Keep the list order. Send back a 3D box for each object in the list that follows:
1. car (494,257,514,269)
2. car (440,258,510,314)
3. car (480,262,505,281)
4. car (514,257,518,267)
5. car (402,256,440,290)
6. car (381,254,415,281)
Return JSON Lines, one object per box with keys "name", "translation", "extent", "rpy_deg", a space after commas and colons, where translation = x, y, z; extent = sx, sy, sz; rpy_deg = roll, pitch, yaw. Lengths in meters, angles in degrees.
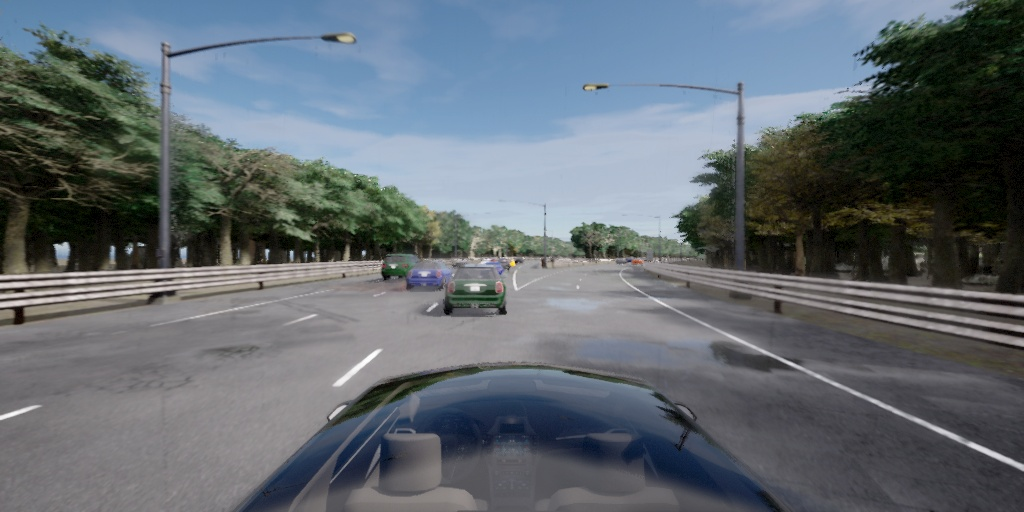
{"name": "car", "translation": [-1.178, 1.197, 47.491], "extent": [2.128, 1.511, 4.902], "rpy_deg": [0, 0, 2]}
{"name": "car", "translation": [-1.277, 1.090, 13.840], "extent": [2.097, 1.767, 4.553], "rpy_deg": [0, 0, -2]}
{"name": "car", "translation": [-1.546, 1.242, 30.097], "extent": [1.812, 1.442, 4.674], "rpy_deg": [0, 0, 0]}
{"name": "car", "translation": [-0.459, 1.170, 60.307], "extent": [1.882, 1.535, 5.008], "rpy_deg": [0, 0, 4]}
{"name": "car", "translation": [-4.876, 1.057, 21.940], "extent": [2.097, 1.767, 4.553], "rpy_deg": [0, 0, -1]}
{"name": "car", "translation": [-8.538, 0.900, 28.585], "extent": [2.150, 2.045, 5.566], "rpy_deg": [0, 0, 1]}
